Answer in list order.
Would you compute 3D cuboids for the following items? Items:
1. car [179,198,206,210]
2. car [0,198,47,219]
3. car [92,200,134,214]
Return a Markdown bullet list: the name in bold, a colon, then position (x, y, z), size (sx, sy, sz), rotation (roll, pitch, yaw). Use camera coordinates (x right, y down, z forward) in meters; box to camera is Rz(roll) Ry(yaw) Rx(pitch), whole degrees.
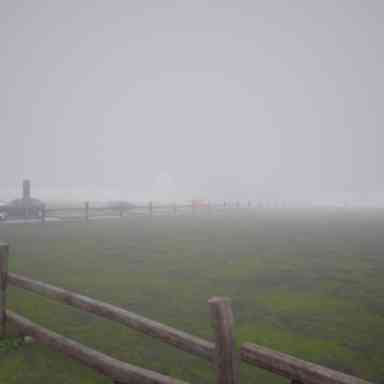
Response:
- **car**: position (0.132, 1.720, 48.281), size (2.097, 1.767, 4.553), rotation (0, -1, 36)
- **car**: position (-14.582, 1.264, 27.577), size (2.097, 1.767, 4.553), rotation (0, -1, 35)
- **car**: position (-8.505, 1.592, 36.143), size (2.128, 1.511, 4.902), rotation (0, -1, 35)
